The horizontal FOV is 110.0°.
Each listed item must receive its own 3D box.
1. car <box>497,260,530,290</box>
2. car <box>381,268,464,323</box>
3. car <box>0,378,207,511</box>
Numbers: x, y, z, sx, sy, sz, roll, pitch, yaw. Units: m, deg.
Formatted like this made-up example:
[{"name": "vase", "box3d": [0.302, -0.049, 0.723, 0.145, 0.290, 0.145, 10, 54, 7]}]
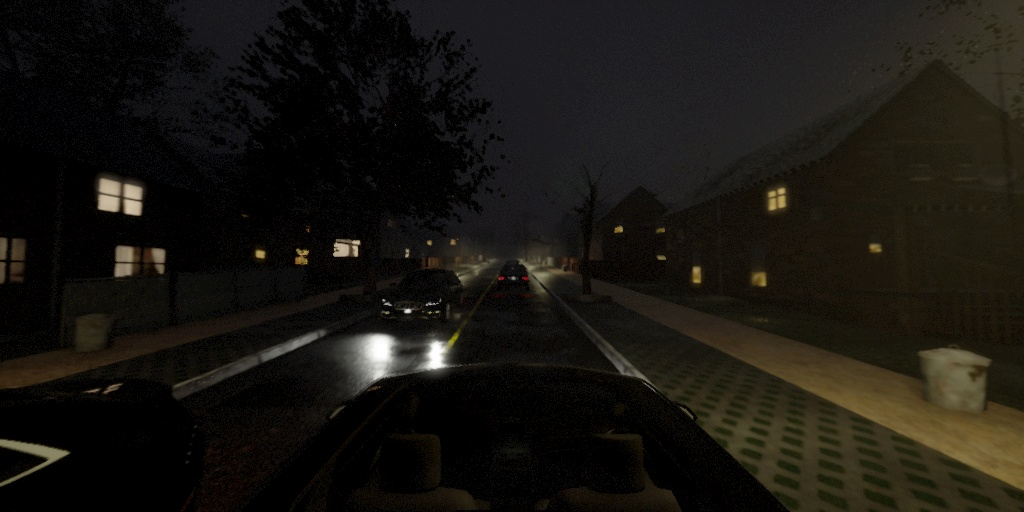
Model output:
[{"name": "car", "box3d": [0.073, 1.179, 21.039, 2.033, 1.411, 5.357, 0, 0, 0]}, {"name": "car", "box3d": [-2.751, 1.194, 11.887, 1.837, 1.490, 4.892, 0, 0, 0]}, {"name": "car", "box3d": [-2.845, 1.263, 0.215, 1.837, 1.490, 4.892, 0, 0, 0]}]
